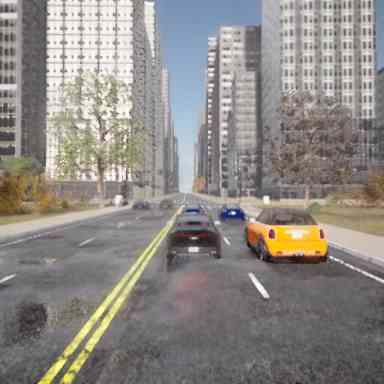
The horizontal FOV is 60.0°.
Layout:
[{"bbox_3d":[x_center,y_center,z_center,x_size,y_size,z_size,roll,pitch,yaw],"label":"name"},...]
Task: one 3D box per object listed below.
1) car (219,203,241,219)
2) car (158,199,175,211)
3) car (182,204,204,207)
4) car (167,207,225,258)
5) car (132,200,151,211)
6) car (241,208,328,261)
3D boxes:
[{"bbox_3d":[3.322,1.662,28.542,1.994,1.385,4.181,0,0,0],"label":"car"},{"bbox_3d":[-3.322,1.646,44.124,1.837,1.490,4.892,0,-1,0],"label":"car"},{"bbox_3d":[0.070,1.661,28.294,1.994,1.385,4.181,0,0,0],"label":"car"},{"bbox_3d":[0.069,1.554,12.906,1.837,1.490,4.892,0,0,0],"label":"car"},{"bbox_3d":[-6.574,1.702,43.727,1.994,1.385,4.181,0,0,0],"label":"car"},{"bbox_3d":[3.315,1.398,12.548,2.097,1.767,4.553,0,0,0],"label":"car"}]
